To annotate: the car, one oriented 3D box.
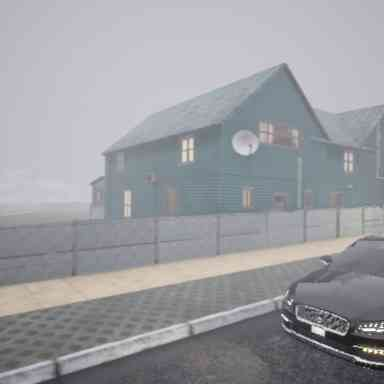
[{"bbox_3d":[3.573,1.503,5.623,4.892,1.490,1.837,0,0,-36],"label":"car"}]
